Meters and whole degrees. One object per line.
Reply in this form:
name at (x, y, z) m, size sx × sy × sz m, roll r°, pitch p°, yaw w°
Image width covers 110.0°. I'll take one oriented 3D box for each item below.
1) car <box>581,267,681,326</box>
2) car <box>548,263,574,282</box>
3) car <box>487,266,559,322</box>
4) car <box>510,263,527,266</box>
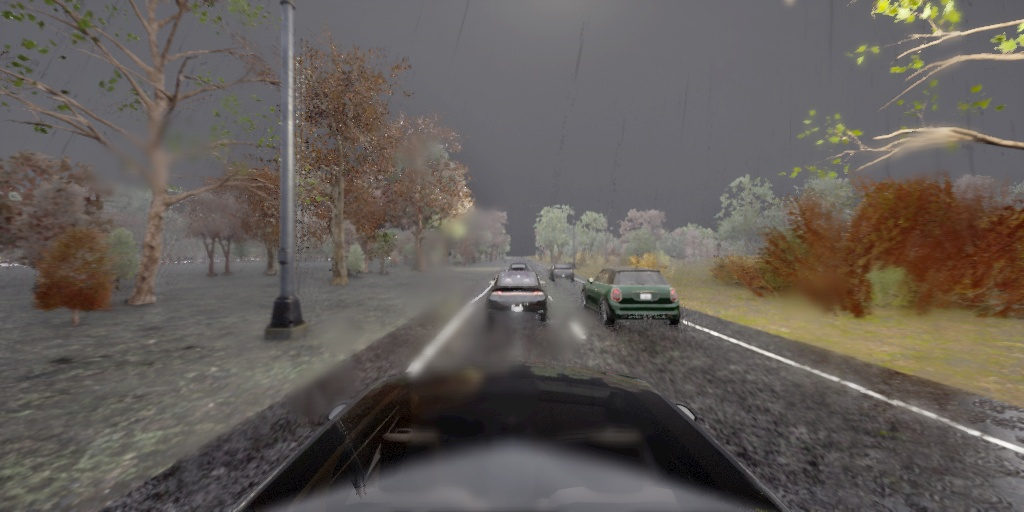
car at (3.682, 1.134, 11.925) m, size 2.097 × 1.767 × 4.553 m, roll 0°, pitch 0°, yaw 1°
car at (4.059, 1.328, 30.195) m, size 2.128 × 1.511 × 4.902 m, roll 0°, pitch 0°, yaw 1°
car at (0.187, 1.273, 12.378) m, size 2.128 × 1.511 × 4.902 m, roll 0°, pitch 0°, yaw 1°
car at (0.562, 1.341, 30.376) m, size 1.837 × 1.490 × 4.892 m, roll 0°, pitch 0°, yaw 1°
